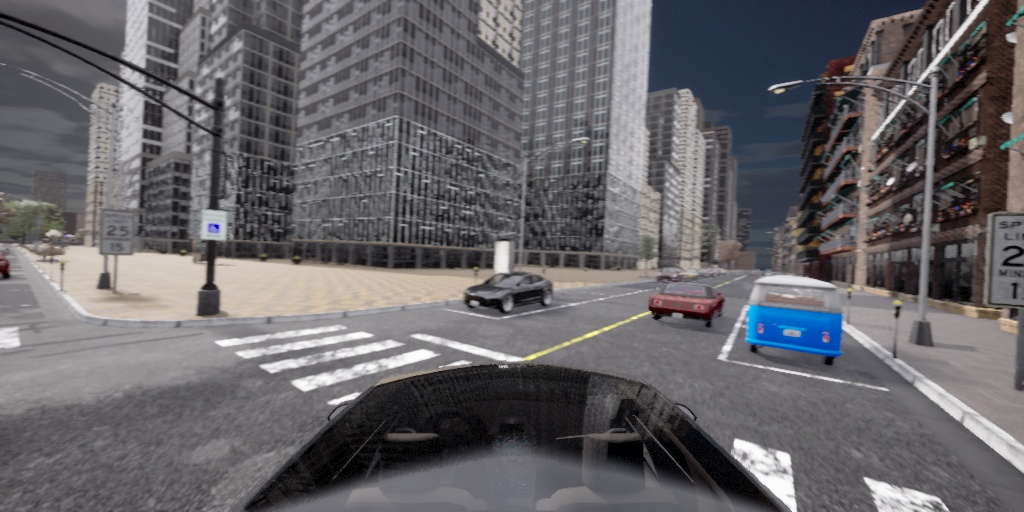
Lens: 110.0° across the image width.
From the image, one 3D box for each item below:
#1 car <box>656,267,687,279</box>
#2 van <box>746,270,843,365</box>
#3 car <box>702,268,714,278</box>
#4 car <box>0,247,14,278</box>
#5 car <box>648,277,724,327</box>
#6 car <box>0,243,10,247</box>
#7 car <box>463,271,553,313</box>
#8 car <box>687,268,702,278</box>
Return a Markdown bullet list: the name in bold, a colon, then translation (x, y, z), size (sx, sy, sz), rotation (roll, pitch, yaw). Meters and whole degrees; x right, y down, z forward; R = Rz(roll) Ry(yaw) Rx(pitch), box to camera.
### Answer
- **car**: translation (15.997, 1.884, 36.325), size (1.967, 1.591, 4.097), rotation (0, 0, 35)
- **van**: translation (6.817, 1.404, 8.920), size (1.690, 1.789, 3.998), rotation (0, 0, 35)
- **car**: translation (28.800, 2.593, 54.367), size (2.007, 1.370, 4.403), rotation (0, 0, 35)
- **car**: translation (-26.296, 0.362, 17.764), size (4.507, 1.381, 1.888), rotation (0, 0, 35)
- **car**: translation (6.513, 1.636, 13.085), size (1.895, 1.301, 4.718), rotation (3, 0, 35)
- **car**: translation (-44.686, -0.244, 30.879), size (4.403, 1.370, 2.007), rotation (0, 0, 35)
- **car**: translation (-0.006, 1.275, 13.774), size (1.948, 1.339, 4.313), rotation (0, 0, 35)
- **car**: translation (22.300, 2.267, 45.208), size (1.751, 1.417, 4.829), rotation (0, 0, 35)
